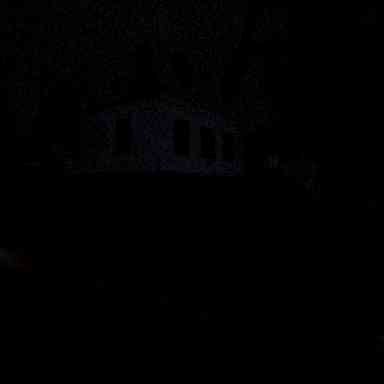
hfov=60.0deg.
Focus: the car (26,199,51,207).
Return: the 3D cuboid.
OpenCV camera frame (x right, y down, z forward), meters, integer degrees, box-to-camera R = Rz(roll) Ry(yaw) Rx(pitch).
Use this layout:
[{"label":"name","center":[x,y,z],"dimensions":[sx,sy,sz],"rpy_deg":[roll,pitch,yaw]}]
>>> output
[{"label":"car","center":[-13.892,1.458,31.142],"dimensions":[2.128,1.511,4.902],"rpy_deg":[0,0,24]}]
